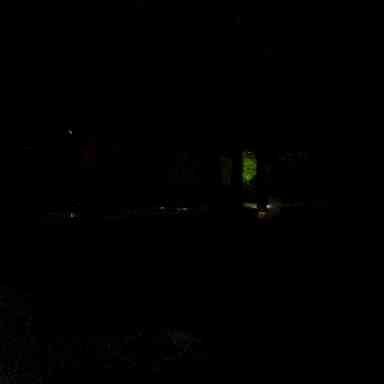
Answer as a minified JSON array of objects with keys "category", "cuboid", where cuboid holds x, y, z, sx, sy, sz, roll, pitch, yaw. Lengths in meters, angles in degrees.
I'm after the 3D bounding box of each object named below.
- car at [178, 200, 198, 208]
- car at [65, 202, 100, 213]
[{"category":"car","cuboid":[-0.730,2.193,61.232,1.812,1.442,4.674,-1,-2,36]},{"category":"car","cuboid":[-14.068,1.968,42.898,1.812,1.442,4.674,-1,-1,36]}]
